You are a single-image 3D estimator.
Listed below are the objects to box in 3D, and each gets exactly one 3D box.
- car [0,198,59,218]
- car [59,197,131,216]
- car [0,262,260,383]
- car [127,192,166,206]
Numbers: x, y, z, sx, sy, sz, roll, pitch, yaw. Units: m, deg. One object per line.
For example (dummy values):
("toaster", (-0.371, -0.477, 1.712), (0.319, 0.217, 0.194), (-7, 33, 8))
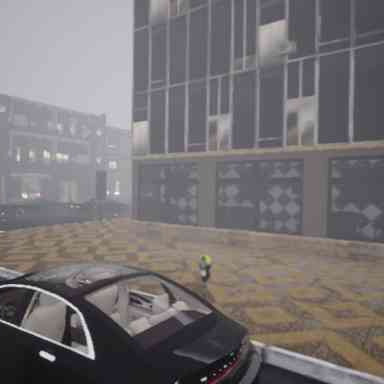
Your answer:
("car", (-11.736, 1.113, 24.764), (1.895, 1.301, 4.718), (1, 2, 35))
("car", (-7.172, 1.054, 25.943), (2.033, 1.411, 5.357), (1, 2, 36))
("car", (-1.422, 1.520, 3.845), (4.403, 1.369, 2.008), (1, 1, 35))
("car", (-5.274, 0.762, 38.838), (2.008, 1.369, 4.403), (2, 2, 35))
